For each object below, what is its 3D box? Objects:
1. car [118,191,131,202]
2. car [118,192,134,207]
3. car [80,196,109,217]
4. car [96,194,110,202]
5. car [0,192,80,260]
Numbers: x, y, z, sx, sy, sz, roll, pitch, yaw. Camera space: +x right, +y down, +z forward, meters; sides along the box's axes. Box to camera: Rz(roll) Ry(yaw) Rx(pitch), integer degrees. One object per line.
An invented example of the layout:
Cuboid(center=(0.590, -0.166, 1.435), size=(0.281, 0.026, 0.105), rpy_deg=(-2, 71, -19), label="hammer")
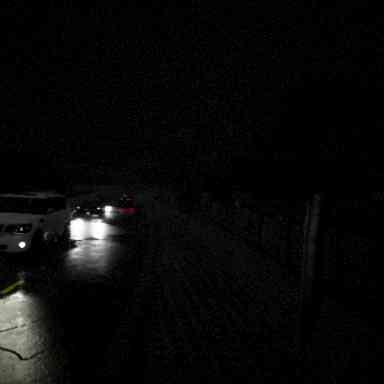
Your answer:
Cuboid(center=(-11.226, 0.695, 55.487), size=(2.033, 1.411, 5.357), rpy_deg=(3, 1, -10), label="car")
Cuboid(center=(-8.256, 1.002, 41.252), size=(2.128, 1.511, 4.902), rpy_deg=(3, 0, -13), label="car")
Cuboid(center=(-8.096, 1.234, 26.840), size=(1.895, 1.301, 4.718), rpy_deg=(3, 0, -11), label="car")
Cuboid(center=(-11.350, 0.949, 41.908), size=(1.895, 1.301, 4.718), rpy_deg=(3, 1, -13), label="car")
Cuboid(center=(-6.033, 1.044, 12.107), size=(2.150, 2.045, 5.566), rpy_deg=(3, 0, -5), label="car")
